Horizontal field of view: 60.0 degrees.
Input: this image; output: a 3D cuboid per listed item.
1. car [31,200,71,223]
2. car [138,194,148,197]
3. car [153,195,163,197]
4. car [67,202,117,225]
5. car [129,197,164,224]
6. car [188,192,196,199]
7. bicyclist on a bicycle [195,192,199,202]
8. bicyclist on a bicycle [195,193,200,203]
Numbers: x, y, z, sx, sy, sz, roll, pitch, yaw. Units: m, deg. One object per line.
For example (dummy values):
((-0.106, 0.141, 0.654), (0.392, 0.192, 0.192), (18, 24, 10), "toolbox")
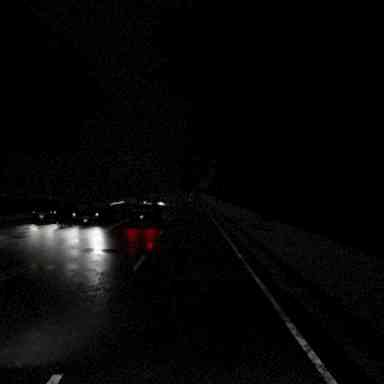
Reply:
((-9.831, 1.332, 24.183), (2.128, 1.511, 4.902), (0, 0, 0), "car")
((-9.714, 1.156, 65.586), (1.994, 1.385, 4.181), (0, 0, 0), "car")
((-6.477, 1.211, 62.973), (1.895, 1.301, 4.718), (0, 0, 1), "car")
((-6.582, 1.450, 22.744), (1.895, 1.301, 4.718), (0, 0, 0), "car")
((-3.135, 1.338, 23.175), (2.128, 1.511, 4.902), (0, 0, 0), "car")
((0.054, 0.945, 80.464), (1.812, 1.442, 4.674), (0, 0, 0), "car")
((0.935, 0.981, 63.077), (0.659, 1.776, 1.843), (0, 0, 0), "bicyclist on a bicycle")
((0.929, 1.035, 54.076), (0.659, 1.776, 1.843), (0, 0, 0), "bicyclist on a bicycle")
